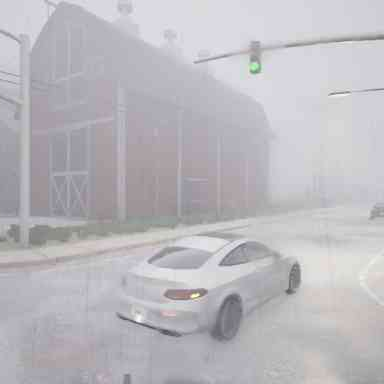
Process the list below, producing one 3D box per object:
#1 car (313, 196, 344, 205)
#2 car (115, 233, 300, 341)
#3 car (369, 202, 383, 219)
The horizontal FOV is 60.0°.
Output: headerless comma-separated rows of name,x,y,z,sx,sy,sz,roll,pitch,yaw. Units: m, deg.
car,22.755,1.486,55.727,4.892,1.490,1.837,0,0,41
car,0.618,1.544,6.576,1.812,1.442,4.674,0,0,36
car,16.232,1.549,27.846,1.812,1.442,4.674,0,0,36
